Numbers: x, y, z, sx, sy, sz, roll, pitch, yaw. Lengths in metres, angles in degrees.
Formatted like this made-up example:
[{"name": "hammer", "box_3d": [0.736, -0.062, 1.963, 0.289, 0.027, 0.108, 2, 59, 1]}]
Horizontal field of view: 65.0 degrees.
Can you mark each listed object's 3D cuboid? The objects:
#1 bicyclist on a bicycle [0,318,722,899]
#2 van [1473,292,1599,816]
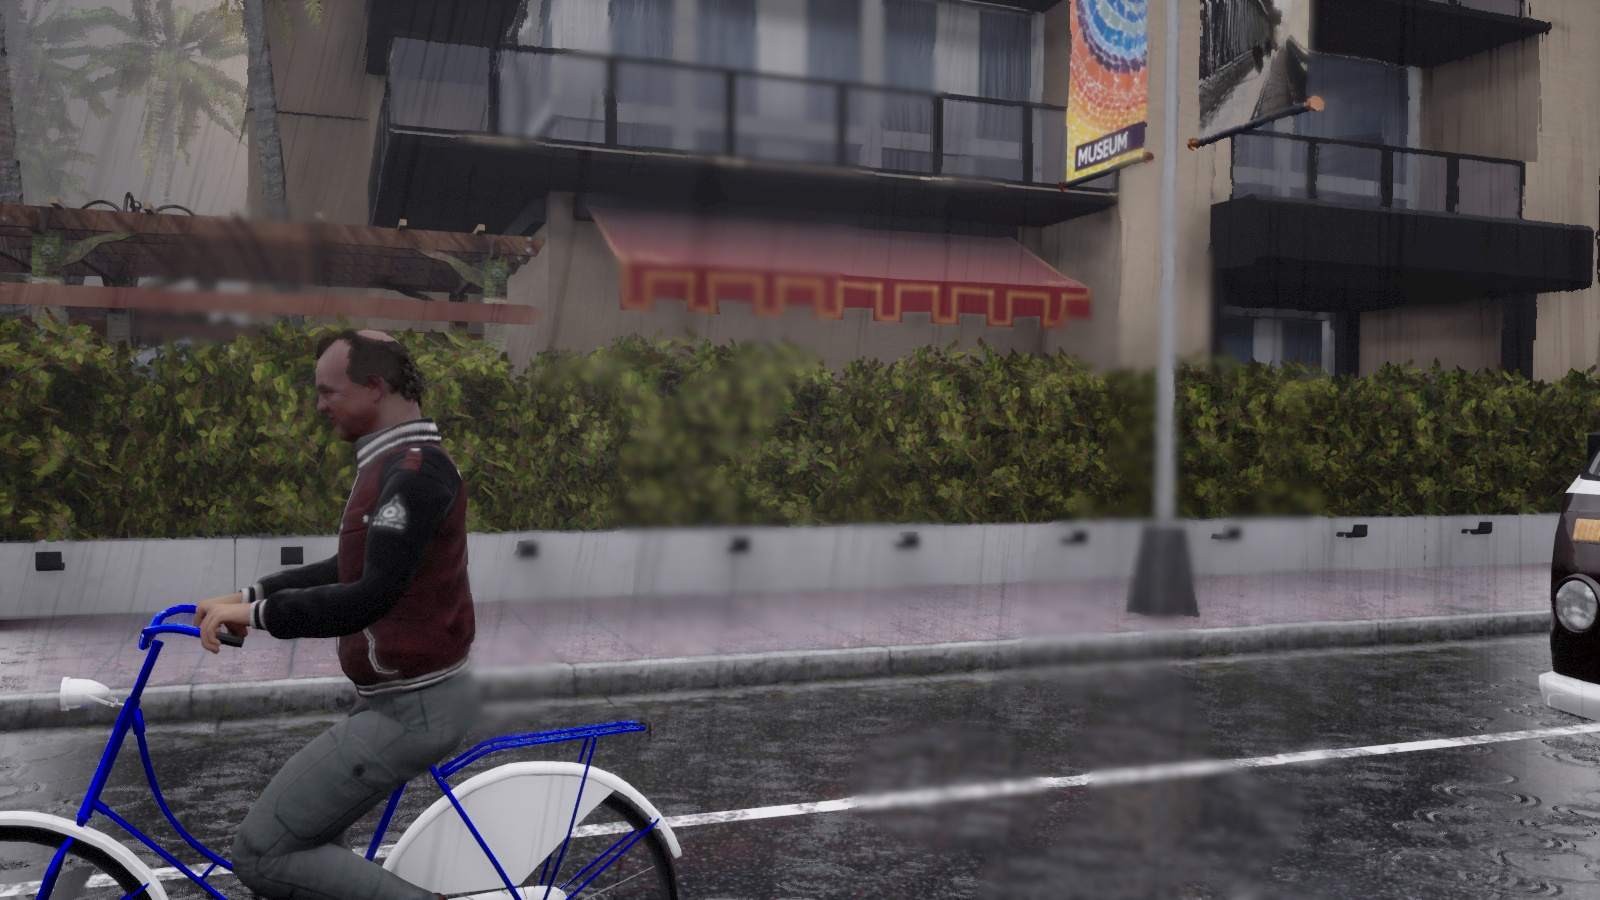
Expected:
[{"name": "bicyclist on a bicycle", "box_3d": [-1.157, 0.636, 2.793, 1.843, 1.776, 0.659, -1, 1, -21]}, {"name": "van", "box_3d": [5.368, 0.378, 5.225, 4.480, 2.038, 2.069, -1, 1, -20]}]
